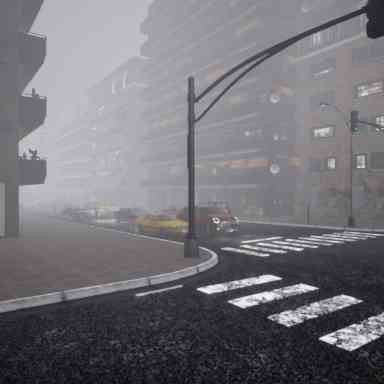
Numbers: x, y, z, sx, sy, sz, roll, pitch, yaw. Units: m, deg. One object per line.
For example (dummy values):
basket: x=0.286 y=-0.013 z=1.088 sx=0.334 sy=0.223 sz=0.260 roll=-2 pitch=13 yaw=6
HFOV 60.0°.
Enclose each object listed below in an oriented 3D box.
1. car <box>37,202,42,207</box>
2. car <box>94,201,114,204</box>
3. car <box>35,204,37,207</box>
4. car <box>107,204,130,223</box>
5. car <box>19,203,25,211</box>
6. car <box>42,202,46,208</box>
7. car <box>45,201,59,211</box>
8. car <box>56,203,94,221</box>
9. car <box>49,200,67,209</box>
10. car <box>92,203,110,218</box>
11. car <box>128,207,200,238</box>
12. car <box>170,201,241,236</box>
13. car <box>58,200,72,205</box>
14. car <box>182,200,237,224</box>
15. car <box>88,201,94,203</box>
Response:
car: x=-35.236 y=3.049 z=79.980 sx=1.887 sy=1.381 sz=4.507 roll=-1 pitch=0 yaw=-36
car: x=-12.441 y=2.290 z=49.539 sx=1.801 sy=1.575 sz=5.366 roll=0 pitch=-1 yaw=-36
car: x=-38.565 y=3.168 z=84.561 sx=1.947 sy=1.339 sz=4.313 roll=-1 pitch=0 yaw=-36
car: x=-5.141 y=2.017 z=28.901 sx=2.033 sy=1.411 sz=5.357 roll=0 pitch=-1 yaw=-36
car: x=-31.946 y=2.769 z=61.283 sx=1.887 sy=1.381 sz=4.507 roll=-1 pitch=0 yaw=-36
car: x=-31.901 y=2.972 z=75.401 sx=1.947 sy=1.339 sz=4.313 roll=-1 pitch=0 yaw=-36
car: x=-25.285 y=2.755 z=61.994 sx=1.895 sy=1.301 sz=4.718 roll=0 pitch=-1 yaw=-36
car: x=-11.940 y=2.163 z=33.814 sx=1.887 sy=1.381 sz=4.507 roll=-1 pitch=0 yaw=-36
car: x=-28.574 y=2.623 z=70.824 sx=2.192 sy=1.841 sz=5.009 roll=-1 pitch=0 yaw=-36
car: x=-11.190 y=2.255 z=37.220 sx=1.895 sy=1.301 sz=4.718 roll=0 pitch=-1 yaw=-36
car: x=-1.837 y=1.833 z=19.942 sx=1.752 sy=1.417 sz=4.829 roll=-1 pitch=0 yaw=-36
car: x=0.891 y=1.635 z=20.630 sx=2.097 sy=1.767 sz=4.553 roll=0 pitch=-1 yaw=-36
car: x=-19.605 y=2.530 z=54.197 sx=2.033 sy=1.411 sz=5.357 roll=0 pitch=-1 yaw=-36
car: x=1.433 y=1.713 z=29.622 sx=2.192 sy=1.841 sz=5.009 roll=-1 pitch=0 yaw=-36
car: x=-16.464 y=2.307 z=55.000 sx=2.097 sy=1.767 sz=4.553 roll=0 pitch=-1 yaw=-36
